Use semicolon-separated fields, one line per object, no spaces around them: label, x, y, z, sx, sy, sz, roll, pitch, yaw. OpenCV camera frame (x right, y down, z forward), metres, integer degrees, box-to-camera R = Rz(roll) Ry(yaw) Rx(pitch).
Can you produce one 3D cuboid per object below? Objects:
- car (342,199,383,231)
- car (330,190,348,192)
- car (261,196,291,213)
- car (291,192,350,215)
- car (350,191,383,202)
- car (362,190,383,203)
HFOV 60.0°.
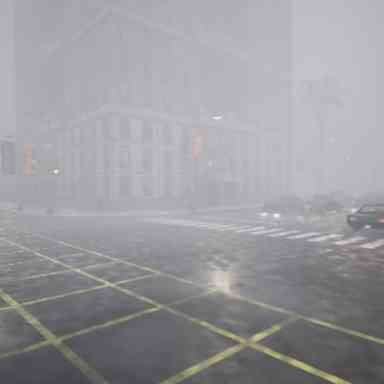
car;9.593;1.249;16.594;4.718;1.301;1.895;-1;1;-43
car;15.982;0.645;36.721;4.553;1.767;2.097;-1;1;-42
car;8.470;1.024;29.933;5.357;1.411;2.033;-1;1;-43
car;10.576;0.982;27.097;4.902;1.511;2.128;-1;1;-42
car;18.533;0.773;34.312;5.008;1.535;1.882;-1;1;-42
car;25.080;0.560;44.850;4.902;1.511;2.128;-2;1;-42
